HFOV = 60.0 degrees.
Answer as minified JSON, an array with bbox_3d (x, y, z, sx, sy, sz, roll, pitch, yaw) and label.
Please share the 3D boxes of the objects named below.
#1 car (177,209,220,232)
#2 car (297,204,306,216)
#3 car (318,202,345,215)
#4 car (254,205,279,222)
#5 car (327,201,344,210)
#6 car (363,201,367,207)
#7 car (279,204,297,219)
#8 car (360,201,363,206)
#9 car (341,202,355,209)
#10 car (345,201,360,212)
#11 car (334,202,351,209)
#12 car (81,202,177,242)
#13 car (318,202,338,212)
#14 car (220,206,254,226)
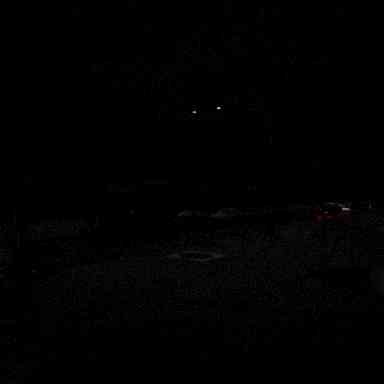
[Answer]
[{"bbox_3d":[-0.197,1.817,21.933,1.802,1.307,4.206,-1,-1,35],"label":"car"},{"bbox_3d":[12.298,2.091,39.565,2.008,1.369,4.403,-1,-1,35],"label":"car"},{"bbox_3d":[17.664,2.231,42.386,1.895,1.301,4.718,0,-1,35],"label":"car"},{"bbox_3d":[6.051,1.954,30.749,1.947,1.339,4.313,-1,-1,35],"label":"car"},{"bbox_3d":[24.695,2.366,57.059,1.752,1.417,4.829,-1,-1,35],"label":"car"},{"bbox_3d":[40.410,2.787,79.236,1.947,1.339,4.313,-1,-1,35],"label":"car"},{"bbox_3d":[9.174,2.030,35.157,1.947,1.339,4.313,-1,-1,35],"label":"car"},{"bbox_3d":[34.164,2.634,70.420,1.947,1.339,4.313,-1,-1,35],"label":"car"},{"bbox_3d":[31.040,2.575,66.013,1.802,1.307,4.206,-1,-1,35],"label":"car"},{"bbox_3d":[23.903,2.272,51.192,2.128,1.511,4.902,0,-1,36],"label":"car"},{"bbox_3d":[27.916,2.484,61.605,1.947,1.339,4.313,-1,-1,35],"label":"car"},{"bbox_3d":[-3.320,1.473,17.530,2.192,1.841,5.009,-1,-1,35],"label":"car"},{"bbox_3d":[21.669,2.318,52.789,2.008,1.369,4.403,-1,-1,35],"label":"car"},{"bbox_3d":[2.829,1.834,26.203,1.752,1.417,4.829,-1,-1,35],"label":"car"}]
